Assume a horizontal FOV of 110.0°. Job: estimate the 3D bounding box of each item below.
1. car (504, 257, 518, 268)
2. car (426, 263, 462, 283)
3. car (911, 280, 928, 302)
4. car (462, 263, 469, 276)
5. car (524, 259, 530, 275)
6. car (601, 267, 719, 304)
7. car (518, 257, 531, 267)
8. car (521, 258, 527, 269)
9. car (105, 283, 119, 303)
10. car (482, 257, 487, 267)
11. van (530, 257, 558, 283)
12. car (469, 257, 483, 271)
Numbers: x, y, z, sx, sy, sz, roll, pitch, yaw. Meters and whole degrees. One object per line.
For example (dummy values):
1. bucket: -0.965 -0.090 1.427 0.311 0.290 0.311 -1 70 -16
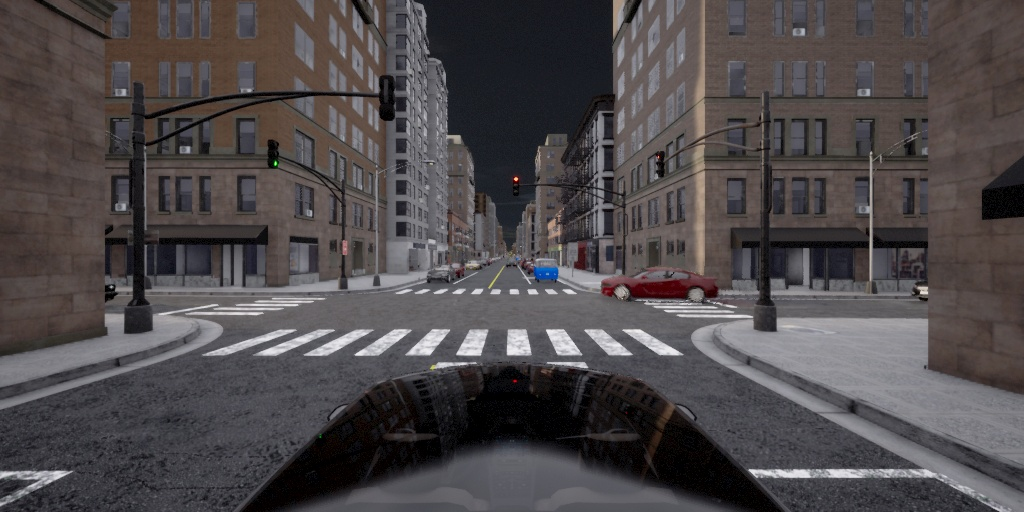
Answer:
1. car: -0.036 1.337 61.542 1.895 1.301 4.718 0 0 0
2. car: -5.446 1.299 27.906 2.007 1.370 4.403 0 0 0
3. car: 20.667 1.374 15.821 4.902 1.511 2.128 0 0 0
4. car: -5.459 1.293 33.587 1.888 1.381 4.507 0 0 0
5. car: 2.554 1.330 39.295 1.802 1.307 4.207 0 0 0
6. car: 6.681 1.274 16.532 5.008 1.535 1.882 1 0 11
7. car: 2.516 1.055 56.340 2.192 1.841 5.009 0 0 0
8. car: 2.528 1.326 50.658 1.802 1.307 4.207 0 0 0
9. car: -17.228 1.254 12.730 4.718 1.301 1.895 0 0 -2
10. car: -5.509 1.306 56.316 1.948 1.339 4.313 0 0 0
11. van: 2.579 1.089 27.932 1.690 1.789 3.998 0 0 0
12. car: -5.496 1.269 50.464 1.751 1.417 4.829 0 0 0
